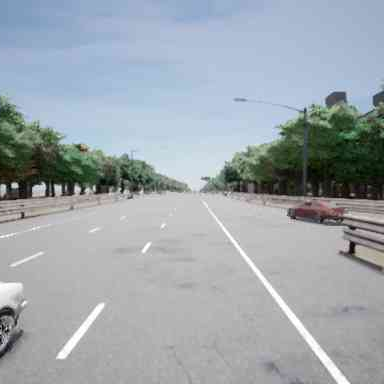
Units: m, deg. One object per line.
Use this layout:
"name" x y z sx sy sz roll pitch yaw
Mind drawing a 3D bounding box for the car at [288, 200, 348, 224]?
"car" 8.489 1.297 22.736 1.812 1.442 4.674 0 1 -18

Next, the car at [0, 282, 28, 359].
"car" -3.396 1.575 2.856 1.895 1.301 4.718 0 1 0
